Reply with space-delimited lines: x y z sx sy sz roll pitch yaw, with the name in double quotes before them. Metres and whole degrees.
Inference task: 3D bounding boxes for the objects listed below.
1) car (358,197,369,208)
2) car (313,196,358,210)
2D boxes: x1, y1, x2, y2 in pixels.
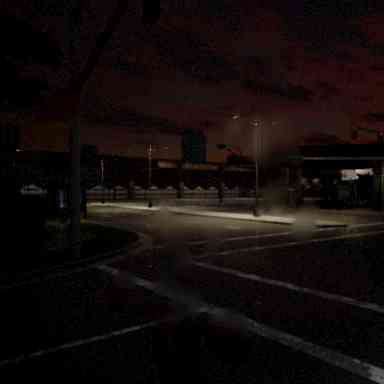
"car" 21.311 1.416 44.288 1.970 1.475 3.806 0 0 -35
"car" 17.045 1.261 40.365 2.242 1.667 4.611 0 0 -35
